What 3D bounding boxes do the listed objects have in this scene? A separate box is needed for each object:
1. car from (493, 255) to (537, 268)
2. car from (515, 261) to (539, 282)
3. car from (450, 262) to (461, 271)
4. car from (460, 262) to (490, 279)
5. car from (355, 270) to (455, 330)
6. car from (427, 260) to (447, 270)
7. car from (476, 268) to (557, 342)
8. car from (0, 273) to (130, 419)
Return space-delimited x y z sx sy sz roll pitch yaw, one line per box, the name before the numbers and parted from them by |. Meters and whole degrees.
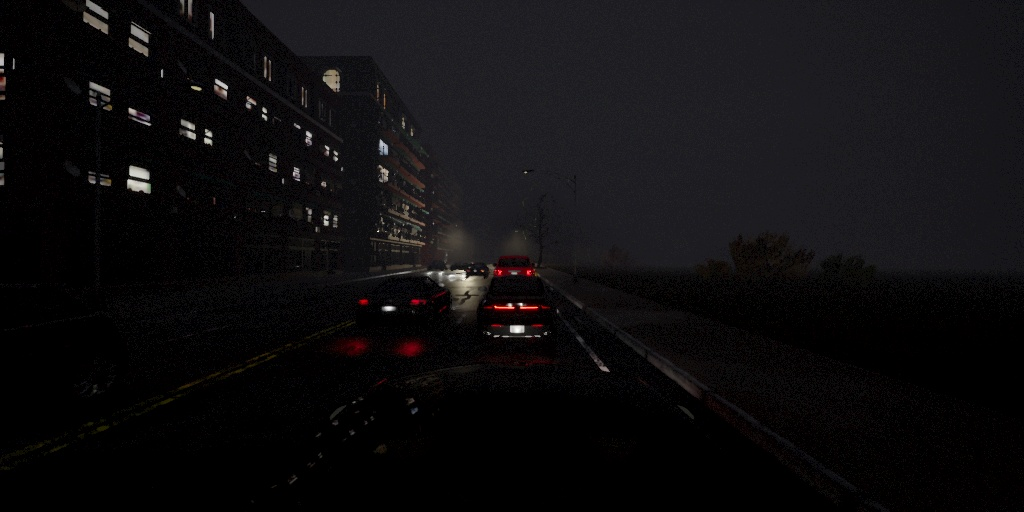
car | 0.116 0.974 20.143 2.150 2.045 5.566 0 0 0
car | 1.163 1.209 30.551 1.801 1.575 5.366 0 0 0
car | -6.563 1.354 45.126 1.895 1.301 4.718 0 0 0
car | -3.113 1.301 32.857 2.033 1.411 5.357 0 0 0
car | -3.141 1.315 11.142 1.994 1.385 4.181 0 0 0
car | -9.810 1.278 47.220 1.812 1.442 4.674 0 0 0
car | 0.109 1.256 9.796 1.837 1.490 4.892 0 0 0
car | -6.597 1.102 3.190 2.097 1.767 4.553 0 0 0
